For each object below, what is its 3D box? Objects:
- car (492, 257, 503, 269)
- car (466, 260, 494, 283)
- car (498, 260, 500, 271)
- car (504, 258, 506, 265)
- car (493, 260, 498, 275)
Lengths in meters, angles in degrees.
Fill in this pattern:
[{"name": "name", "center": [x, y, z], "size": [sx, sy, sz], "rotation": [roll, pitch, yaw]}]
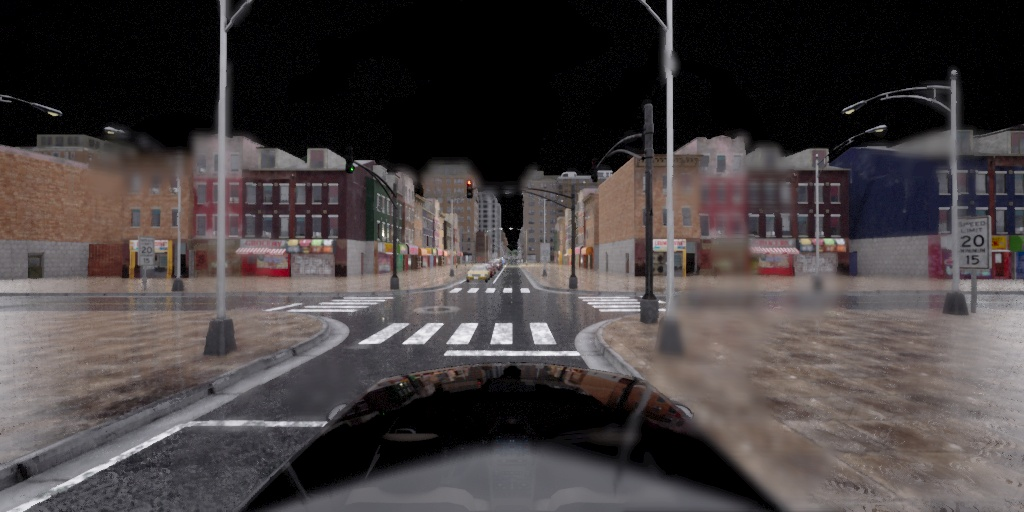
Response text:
[{"name": "car", "center": [-2.636, 1.250, 51.265], "size": [1.967, 1.591, 4.097], "rotation": [0, 0, 0]}, {"name": "car", "center": [-2.636, 1.292, 28.675], "size": [1.751, 1.417, 4.829], "rotation": [0, 0, 0]}, {"name": "car", "center": [-2.636, 1.367, 40.055], "size": [1.802, 1.307, 4.207], "rotation": [0, 0, 0]}, {"name": "car", "center": [-2.637, 1.154, 62.476], "size": [2.192, 1.841, 5.009], "rotation": [0, 0, 0]}, {"name": "car", "center": [-2.636, 1.320, 34.450], "size": [1.888, 1.381, 4.507], "rotation": [0, 0, 0]}]
